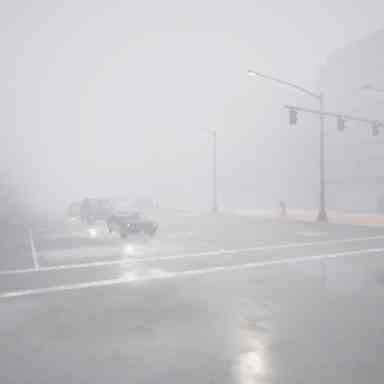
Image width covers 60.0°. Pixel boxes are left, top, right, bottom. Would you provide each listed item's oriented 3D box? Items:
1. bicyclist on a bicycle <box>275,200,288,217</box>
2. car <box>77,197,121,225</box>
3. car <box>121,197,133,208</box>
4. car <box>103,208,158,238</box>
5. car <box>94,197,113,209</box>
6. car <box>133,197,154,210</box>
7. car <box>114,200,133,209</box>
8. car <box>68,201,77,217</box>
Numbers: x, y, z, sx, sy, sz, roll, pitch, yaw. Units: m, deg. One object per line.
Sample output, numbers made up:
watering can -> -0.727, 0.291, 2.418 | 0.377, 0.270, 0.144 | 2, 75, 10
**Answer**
bicyclist on a bicycle -> 8.589, 1.616, 31.800 | 1.656, 1.620, 0.582 | 0, -1, -27
car -> -7.928, 1.545, 27.931 | 2.150, 2.045, 5.566 | 0, -1, -27
car -> -11.246, 1.797, 50.408 | 2.150, 2.045, 5.566 | 0, -1, -27
car -> -3.580, 1.819, 19.354 | 1.895, 1.301, 4.718 | 0, -1, -27
car -> -16.030, 1.912, 59.847 | 2.150, 2.045, 5.566 | 0, -1, -27
car -> -7.690, 1.794, 51.134 | 2.150, 2.045, 5.566 | 0, -1, -27
car -> -12.574, 2.237, 60.690 | 2.033, 1.411, 5.357 | 0, -1, -27
car -> -12.511, 1.787, 36.995 | 2.097, 1.767, 4.553 | 0, -1, -27
